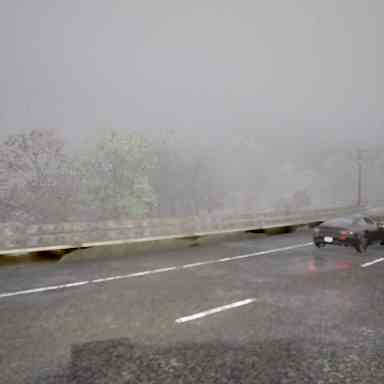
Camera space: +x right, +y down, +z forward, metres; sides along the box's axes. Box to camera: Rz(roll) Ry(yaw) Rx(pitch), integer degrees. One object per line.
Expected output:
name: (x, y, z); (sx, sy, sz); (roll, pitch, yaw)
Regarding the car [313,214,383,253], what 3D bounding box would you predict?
car: (6.923, 1.665, 14.383); (4.674, 1.442, 1.812); (0, 0, -43)
